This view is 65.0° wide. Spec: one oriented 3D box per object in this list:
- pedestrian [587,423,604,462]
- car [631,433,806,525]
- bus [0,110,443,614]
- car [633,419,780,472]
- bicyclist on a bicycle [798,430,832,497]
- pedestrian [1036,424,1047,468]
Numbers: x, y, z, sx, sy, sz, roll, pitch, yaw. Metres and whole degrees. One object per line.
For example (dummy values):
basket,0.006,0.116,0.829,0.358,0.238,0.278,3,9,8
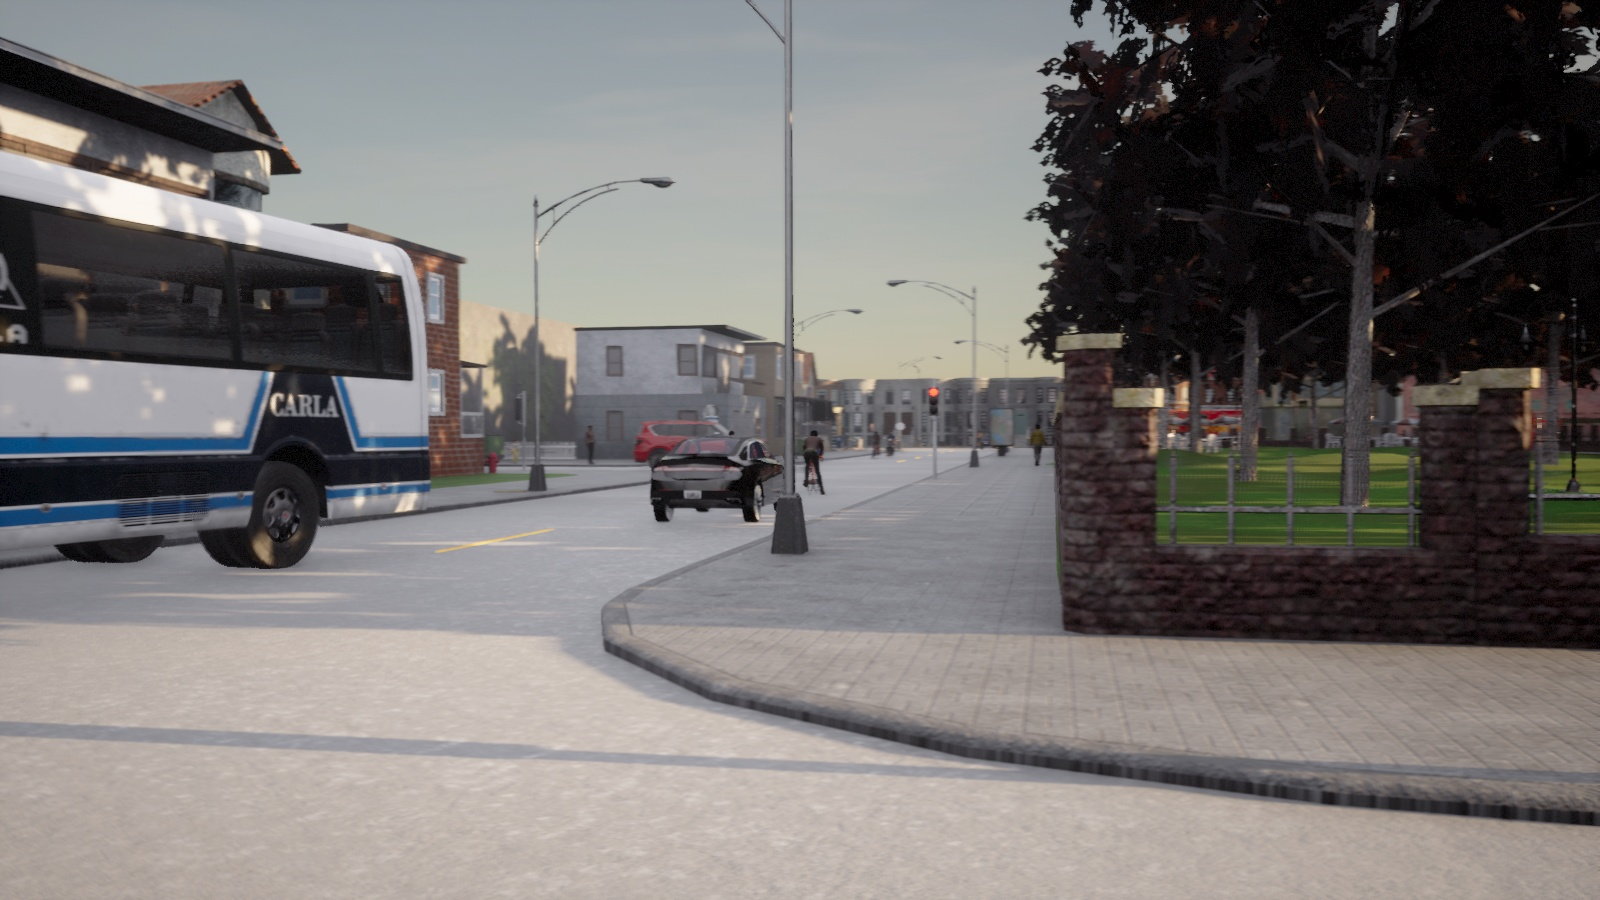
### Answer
pedestrian,-9.565,-0.352,58.648,0.869,1.805,0.328,1,1,42
car,-1.356,0.441,23.260,2.128,1.511,4.902,0,1,10
bus,-8.213,-0.764,12.485,3.944,4.253,10.273,0,1,18
car,-3.735,-0.204,50.714,5.566,2.045,2.150,0,1,7
bicyclist on a bicycle,0.395,0.324,31.632,0.582,1.620,1.656,0,1,10
pedestrian,10.155,-0.184,52.743,0.431,1.840,0.709,0,1,12
